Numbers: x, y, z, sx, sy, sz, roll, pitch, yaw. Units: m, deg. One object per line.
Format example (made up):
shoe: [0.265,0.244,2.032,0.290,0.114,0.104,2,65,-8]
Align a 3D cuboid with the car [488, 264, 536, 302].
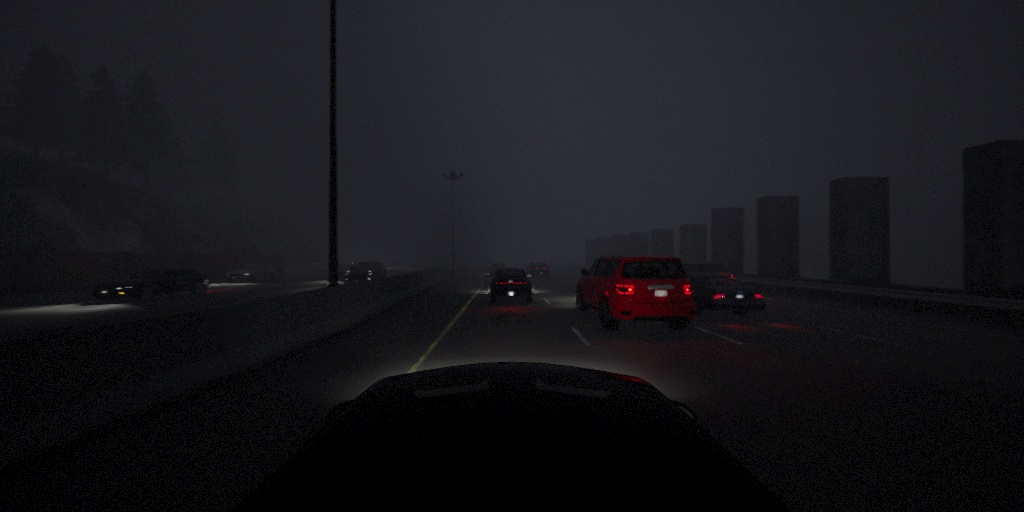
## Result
car: [-0.088,1.308,17.352,1.837,1.490,4.892,0,0,-1]

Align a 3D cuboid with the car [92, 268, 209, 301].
car: [-17.828,1.351,18.040,1.837,1.490,4.892,0,-1,-2]

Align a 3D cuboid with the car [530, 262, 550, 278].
car: [2.436,1.346,35.167,2.128,1.511,4.902,0,0,-6]

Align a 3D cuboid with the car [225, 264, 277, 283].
car: [-21.944,1.419,30.413,1.812,1.442,4.674,0,0,-5]

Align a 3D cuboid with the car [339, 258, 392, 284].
car: [-11.266,1.212,27.963,2.097,1.767,4.553,0,0,-4]

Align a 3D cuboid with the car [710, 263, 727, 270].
car: [10.339,1.139,20.229,2.097,1.767,4.553,0,0,-2]

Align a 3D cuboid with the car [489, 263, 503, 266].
car: [-1.542,1.440,39.113,1.994,1.385,4.181,0,0,-7]

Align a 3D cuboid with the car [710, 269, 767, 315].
car: [7.032,1.321,13.668,2.033,1.411,5.357,0,0,-1]

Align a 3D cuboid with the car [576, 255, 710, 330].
car: [3.556,0.996,11.346,2.150,2.045,5.566,0,0,-1]
